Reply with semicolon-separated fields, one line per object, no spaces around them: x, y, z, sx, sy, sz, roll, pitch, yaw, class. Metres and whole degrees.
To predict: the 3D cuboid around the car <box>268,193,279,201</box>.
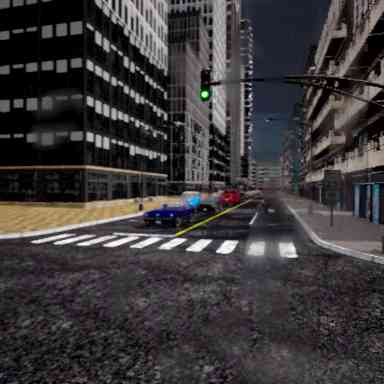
14.872;0.872;60.735;1.887;1.381;4.507;0;1;14;car

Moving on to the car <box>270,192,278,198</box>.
20.314;0.693;82.688;1.947;1.339;4.313;0;1;14;car

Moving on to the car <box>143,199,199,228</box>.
-1.243;1.287;19.792;1.895;1.301;4.718;0;1;14;car

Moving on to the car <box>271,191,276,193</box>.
12.152;0.979;49.760;2.008;1.369;4.403;0;1;14;car

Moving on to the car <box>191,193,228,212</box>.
1.808;1.119;32.036;2.033;1.411;5.357;0;1;14;car

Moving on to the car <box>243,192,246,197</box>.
10.819;0.442;79.213;2.192;1.841;5.009;0;1;14;car

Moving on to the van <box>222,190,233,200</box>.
6.738;0.619;62.749;1.690;1.788;3.998;0;1;14;van

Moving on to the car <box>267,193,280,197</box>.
8.071;1.126;33.296;1.887;1.381;4.507;0;1;14;car

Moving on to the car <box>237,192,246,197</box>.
13.539;0.594;90.192;1.947;1.339;4.313;0;1;14;car

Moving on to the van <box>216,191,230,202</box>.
5.378;0.669;57.261;1.690;1.788;3.998;0;1;14;van

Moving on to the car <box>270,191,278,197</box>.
21.674;0.518;88.175;1.967;1.590;4.097;0;1;14;car

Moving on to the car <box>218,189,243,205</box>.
5.339;0.664;46.170;2.150;2.045;5.566;0;0;15;car

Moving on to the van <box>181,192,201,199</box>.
-0.063;0.873;35.309;1.690;1.788;3.998;0;1;14;van

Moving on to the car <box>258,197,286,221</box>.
5.674;1.238;23.622;1.947;1.339;4.313;0;1;14;car
